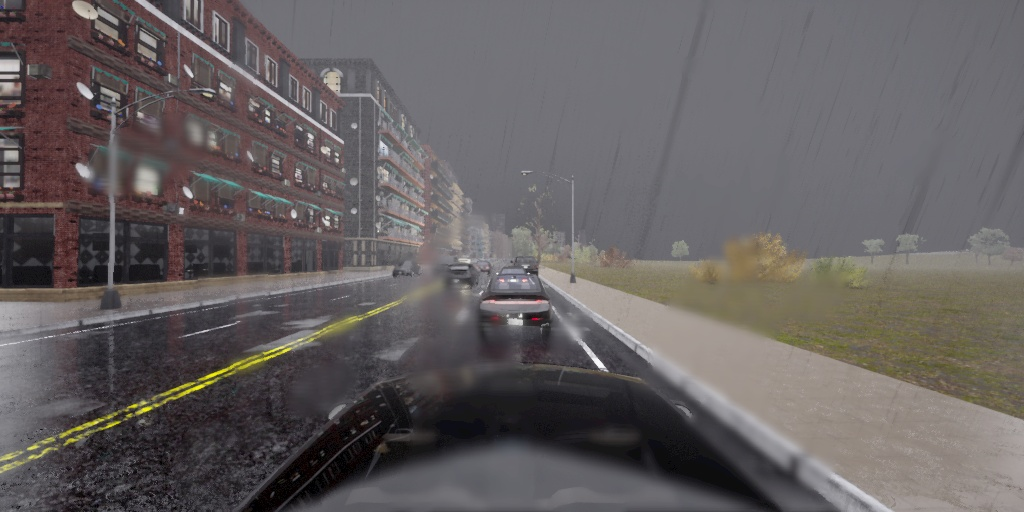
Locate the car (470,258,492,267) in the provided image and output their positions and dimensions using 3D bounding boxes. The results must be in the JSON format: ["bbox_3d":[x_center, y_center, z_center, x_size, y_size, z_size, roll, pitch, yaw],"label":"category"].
[{"bbox_3d":[-3.246,1.300,41.156,2.033,1.411,5.357,0,0,0],"label":"car"}]

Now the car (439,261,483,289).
[{"bbox_3d":[-3.201,1.257,23.424,1.837,1.490,4.892,0,0,0],"label":"car"}]

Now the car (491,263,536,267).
[{"bbox_3d":[0.060,1.300,20.712,2.033,1.411,5.357,0,0,0],"label":"car"}]

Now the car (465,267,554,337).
[{"bbox_3d":[0.081,1.243,10.272,2.128,1.511,4.902,0,0,0],"label":"car"}]

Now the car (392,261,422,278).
[{"bbox_3d":[-9.927,1.258,34.207,1.837,1.490,4.892,0,0,0],"label":"car"}]

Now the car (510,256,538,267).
[{"bbox_3d":[1.069,0.978,30.924,2.150,2.045,5.566,0,0,0],"label":"car"}]

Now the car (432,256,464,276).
[{"bbox_3d":[-6.684,0.975,37.123,2.150,2.045,5.566,0,0,0],"label":"car"}]
